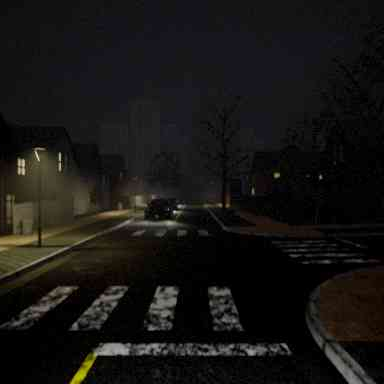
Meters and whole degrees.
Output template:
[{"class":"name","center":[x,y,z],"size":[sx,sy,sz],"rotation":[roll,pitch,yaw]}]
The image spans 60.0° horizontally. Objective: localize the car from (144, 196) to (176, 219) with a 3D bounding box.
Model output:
[{"class":"car","center":[-2.778,1.348,28.570],"size":[2.097,1.767,4.553],"rotation":[0,0,0]}]

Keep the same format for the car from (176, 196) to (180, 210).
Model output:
[{"class":"car","center":[-2.746,1.521,40.935],"size":[1.812,1.442,4.674],"rotation":[0,0,0]}]

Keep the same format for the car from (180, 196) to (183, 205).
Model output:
[{"class":"car","center":[-2.611,1.490,59.490],"size":[2.128,1.511,4.902],"rotation":[0,0,0]}]
